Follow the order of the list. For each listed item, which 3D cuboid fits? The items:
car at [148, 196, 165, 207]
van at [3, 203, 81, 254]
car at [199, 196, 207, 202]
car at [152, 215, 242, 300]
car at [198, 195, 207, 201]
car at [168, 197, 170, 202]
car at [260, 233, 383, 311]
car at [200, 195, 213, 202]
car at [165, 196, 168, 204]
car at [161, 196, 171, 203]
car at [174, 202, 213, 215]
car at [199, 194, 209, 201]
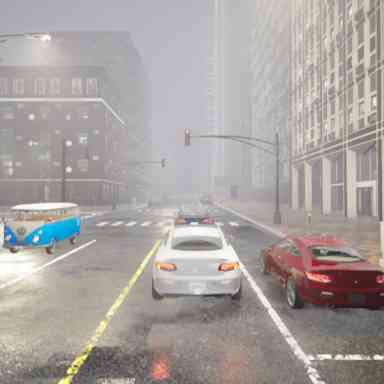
[{"bbox_3d":[-5.690,1.579,51.110,2.008,1.369,4.403,1,0,0],"label":"car"},{"bbox_3d":[-5.765,1.349,13.194,1.690,1.788,3.998,1,0,0],"label":"van"},{"bbox_3d":[2.683,1.623,79.387,1.802,1.307,4.206,1,0,0],"label":"car"},{"bbox_3d":[0.103,1.531,8.273,1.812,1.442,4.674,0,0,0],"label":"car"},{"bbox_3d":[2.682,1.595,85.042,2.008,1.369,4.403,1,0,0],"label":"car"},{"bbox_3d":[-5.693,1.599,62.419,1.947,1.339,4.313,1,0,0],"label":"car"},{"bbox_3d":[2.699,1.587,7.511,1.802,1.307,4.206,1,0,0],"label":"car"},{"bbox_3d":[2.688,1.613,56.769,1.802,1.307,4.206,1,0,0],"label":"car"},{"bbox_3d":[-5.691,1.581,56.764,2.008,1.369,4.403,1,0,0],"label":"car"},{"bbox_3d":[-5.696,1.621,73.728,1.802,1.307,4.206,1,0,0],"label":"car"},{"bbox_3d":[0.073,1.514,17.386,2.163,1.488,4.792,0,0,-1],"label":"car"},{"bbox_3d":[2.691,1.348,62.423,2.192,1.841,5.009,1,0,0],"label":"car"}]
